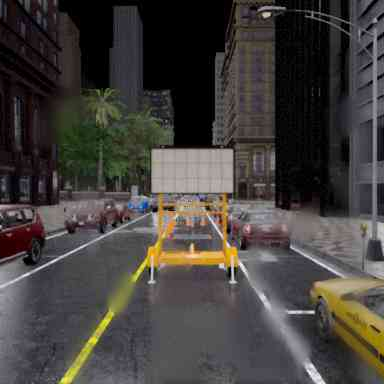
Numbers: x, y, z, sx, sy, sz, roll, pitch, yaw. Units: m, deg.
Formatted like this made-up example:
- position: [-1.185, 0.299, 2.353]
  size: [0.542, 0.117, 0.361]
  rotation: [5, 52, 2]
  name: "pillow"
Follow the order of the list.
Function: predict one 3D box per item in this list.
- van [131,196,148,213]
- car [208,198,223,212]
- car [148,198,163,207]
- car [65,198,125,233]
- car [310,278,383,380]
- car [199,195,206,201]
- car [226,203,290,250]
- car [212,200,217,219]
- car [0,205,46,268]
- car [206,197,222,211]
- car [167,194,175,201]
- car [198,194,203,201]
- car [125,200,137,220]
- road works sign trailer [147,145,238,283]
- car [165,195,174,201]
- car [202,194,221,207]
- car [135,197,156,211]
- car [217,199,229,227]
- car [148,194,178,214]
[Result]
- position: [-5.721, 1.348, 36.044]
  size: [1.690, 1.788, 3.998]
  rotation: [0, 0, 0]
  name: "van"
- position: [2.798, 1.556, 30.593]
  size: [2.008, 1.369, 4.403]
  rotation: [0, 0, 0]
  name: "car"
- position: [-5.700, 1.592, 52.322]
  size: [1.802, 1.307, 4.206]
  rotation: [0, 0, 0]
  name: "car"
- position: [-5.742, 1.316, 19.766]
  size: [2.192, 1.841, 5.009]
  rotation: [0, 0, 0]
  name: "car"
- position: [2.765, 1.525, 3.638]
  size: [1.752, 1.417, 4.829]
  rotation: [0, 0, 0]
  name: "car"
- position: [2.872, 1.528, 89.742]
  size: [1.752, 1.417, 4.829]
  rotation: [0, 0, 0]
  name: "car"
- position: [2.777, 1.440, 14.318]
  size: [1.967, 1.590, 4.097]
  rotation: [0, 0, 0]
  name: "car"
- position: [2.790, 1.548, 25.168]
  size: [1.887, 1.381, 4.507]
  rotation: [0, 0, 0]
  name: "car"
- position: [-5.755, 1.315, 8.914]
  size: [2.192, 1.841, 5.009]
  rotation: [0, 0, 0]
  name: "car"
- position: [2.805, 1.533, 36.188]
  size: [1.752, 1.417, 4.829]
  rotation: [0, 0, 0]
  name: "car"
- position: [-5.654, 1.443, 89.602]
  size: [1.967, 1.590, 4.097]
  rotation: [0, 0, 0]
  name: "car"
- position: [2.858, 1.572, 78.731]
  size: [1.947, 1.339, 4.313]
  rotation: [0, 0, 0]
  name: "car"
- position: [-5.734, 1.548, 25.191]
  size: [1.887, 1.381, 4.507]
  rotation: [0, 0, 0]
  name: "car"
- position: [0.013, 0.464, 9.596]
  size: [2.380, 3.560, 2.880]
  rotation: [0, 0, 0]
  name: "road works sign trailer"
- position: [-5.660, 1.556, 84.182]
  size: [2.008, 1.369, 4.403]
  rotation: [0, 0, 0]
  name: "car"
- position: [2.811, 1.324, 41.443]
  size: [2.192, 1.841, 5.009]
  rotation: [0, 0, 0]
  name: "car"
- position: [-5.714, 1.449, 41.470]
  size: [1.967, 1.590, 4.097]
  rotation: [0, 0, 0]
  name: "car"
- position: [2.784, 1.441, 19.743]
  size: [1.967, 1.590, 4.097]
  rotation: [0, 0, 0]
  name: "car"
- position: [-3.050, 1.229, 36.129]
  size: [2.150, 2.045, 5.566]
  rotation: [0, 0, 0]
  name: "car"
